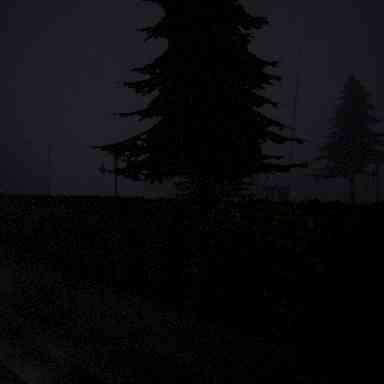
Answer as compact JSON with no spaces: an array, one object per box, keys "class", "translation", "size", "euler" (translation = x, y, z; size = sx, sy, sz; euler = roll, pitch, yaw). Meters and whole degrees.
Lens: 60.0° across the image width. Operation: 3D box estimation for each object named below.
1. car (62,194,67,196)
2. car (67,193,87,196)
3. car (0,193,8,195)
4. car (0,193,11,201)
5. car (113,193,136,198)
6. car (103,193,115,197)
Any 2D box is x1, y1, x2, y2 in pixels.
[{"class":"car","translation":[-31.928,1.232,85.953],"size":[3.806,1.475,1.970],"euler":[0,0,-45]},{"class":"car","translation":[-27.195,1.154,81.607],"size":[5.027,1.636,2.152],"euler":[0,0,-45]},{"class":"car","translation":[-23.730,1.330,41.297],"size":[5.027,1.636,2.152],"euler":[0,0,-45]},{"class":"car","translation":[-41.785,1.097,71.648],"size":[4.605,1.855,1.932],"euler":[0,0,-45]},{"class":"car","translation":[-10.326,1.384,54.287],"size":[3.806,1.475,1.970],"euler":[0,0,-45]},{"class":"car","translation":[-15.887,1.097,70.708],"size":[4.605,1.855,1.932],"euler":[0,0,-45]}]
